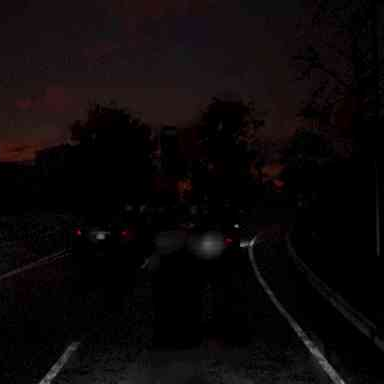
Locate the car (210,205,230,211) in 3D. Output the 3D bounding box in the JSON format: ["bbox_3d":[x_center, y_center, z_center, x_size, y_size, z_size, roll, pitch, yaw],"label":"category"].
[{"bbox_3d":[5.613,3.526,70.688,4.902,1.511,2.128,-1,-2,24],"label":"car"}]

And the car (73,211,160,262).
[{"bbox_3d":[-2.674,1.494,12.847,2.097,1.767,4.553,0,-1,8],"label":"car"}]

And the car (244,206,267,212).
[{"bbox_3d":[13.183,3.408,69.235,5.008,1.535,1.882,-2,-3,45],"label":"car"}]

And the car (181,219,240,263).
[{"bbox_3d":[0.815,1.700,12.557,1.994,1.385,4.181,0,-1,8],"label":"car"}]
